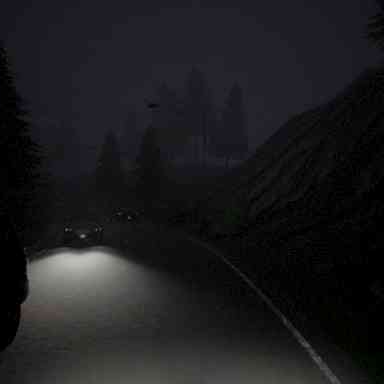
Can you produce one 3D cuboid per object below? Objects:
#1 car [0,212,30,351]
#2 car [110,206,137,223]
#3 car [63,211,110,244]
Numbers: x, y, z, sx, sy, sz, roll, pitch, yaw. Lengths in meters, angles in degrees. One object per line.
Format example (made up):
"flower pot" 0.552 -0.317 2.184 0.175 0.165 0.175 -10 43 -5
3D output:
"car" -3.738 1.270 3.385 2.150 2.045 5.566 0 -1 -2
"car" -6.275 1.987 30.090 1.812 1.442 4.674 1 -1 -25
"car" -5.535 1.753 17.400 2.128 1.511 4.902 0 -1 -14
